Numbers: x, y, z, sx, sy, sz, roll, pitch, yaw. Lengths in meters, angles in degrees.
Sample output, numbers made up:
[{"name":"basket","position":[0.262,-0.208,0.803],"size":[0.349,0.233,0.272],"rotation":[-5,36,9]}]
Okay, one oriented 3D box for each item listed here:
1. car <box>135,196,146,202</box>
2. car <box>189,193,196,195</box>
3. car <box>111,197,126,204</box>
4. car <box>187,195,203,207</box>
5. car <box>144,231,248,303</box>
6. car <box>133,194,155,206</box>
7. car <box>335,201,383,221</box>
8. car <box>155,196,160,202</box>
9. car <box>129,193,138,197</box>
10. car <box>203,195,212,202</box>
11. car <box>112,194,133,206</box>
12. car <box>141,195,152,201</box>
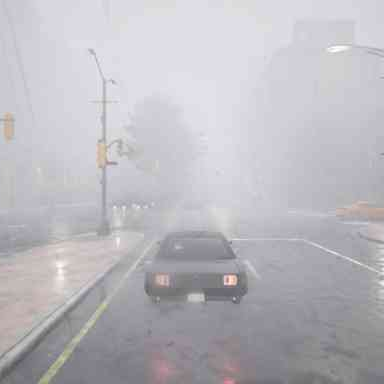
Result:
[{"name":"car","position":[-11.484,1.553,74.412],"size":[1.994,1.385,4.181],"rotation":[0,0,0]},{"name":"car","position":[0.019,1.222,88.547],"size":[2.150,2.045,5.566],"rotation":[0,0,0]},{"name":"car","position":[-14.735,1.595,66.823],"size":[1.895,1.301,4.718],"rotation":[0,0,0]},{"name":"car","position":[0.227,1.547,52.465],"size":[2.033,1.411,5.357],"rotation":[0,0,-1]},{"name":"car","position":[0.076,1.601,8.166],"size":[1.895,1.301,4.718],"rotation":[0,0,0]},{"name":"car","position":[-8.076,1.547,56.514],"size":[2.033,1.411,5.357],"rotation":[0,0,0]},{"name":"car","position":[14.061,1.477,26.442],"size":[5.008,1.535,1.882],"rotation":[0,0,0]},{"name":"car","position":[-8.016,1.564,65.750],"size":[1.994,1.385,4.181],"rotation":[0,0,1]},{"name":"car","position":[-11.524,1.221,64.528],"size":[2.150,2.045,5.566],"rotation":[0,0,1]},{"name":"car","position":[3.520,1.596,75.606],"size":[1.895,1.301,4.718],"rotation":[0,0,0]},{"name":"car","position":[-11.576,1.526,55.116],"size":[1.812,1.442,4.674],"rotation":[0,0,0]},{"name":"car","position":[-11.482,1.525,84.646],"size":[2.128,1.511,4.902],"rotation":[0,0,0]}]
